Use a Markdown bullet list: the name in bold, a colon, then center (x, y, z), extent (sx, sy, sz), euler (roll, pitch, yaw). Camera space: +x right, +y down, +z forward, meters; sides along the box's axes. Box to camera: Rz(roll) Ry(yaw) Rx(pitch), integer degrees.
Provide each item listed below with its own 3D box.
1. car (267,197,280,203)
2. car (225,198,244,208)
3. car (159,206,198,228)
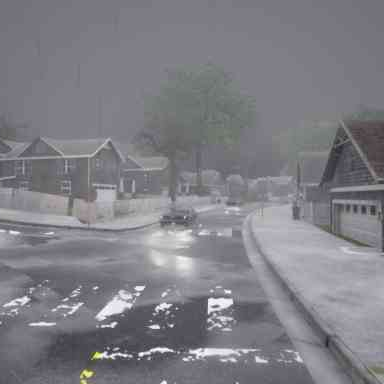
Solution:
- **car**: center (17.864, 1.730, 72.666), extent (1.812, 1.442, 4.674), euler (0, -1, 30)
- **car**: center (6.278, 1.560, 48.697), extent (1.895, 1.301, 4.718), euler (0, 0, 20)
- **car**: center (-0.807, 1.593, 22.165), extent (1.895, 1.301, 4.718), euler (0, 0, 9)
